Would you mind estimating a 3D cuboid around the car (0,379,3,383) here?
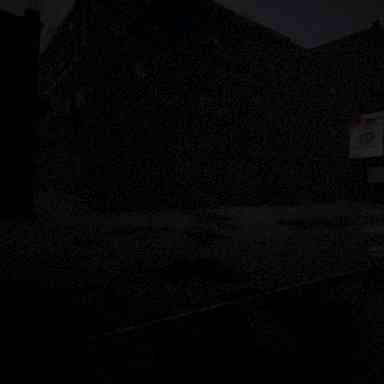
[{"bbox_3d":[-3.330,1.490,1.004,4.902,1.511,2.128,0,0,-35],"label":"car"}]
